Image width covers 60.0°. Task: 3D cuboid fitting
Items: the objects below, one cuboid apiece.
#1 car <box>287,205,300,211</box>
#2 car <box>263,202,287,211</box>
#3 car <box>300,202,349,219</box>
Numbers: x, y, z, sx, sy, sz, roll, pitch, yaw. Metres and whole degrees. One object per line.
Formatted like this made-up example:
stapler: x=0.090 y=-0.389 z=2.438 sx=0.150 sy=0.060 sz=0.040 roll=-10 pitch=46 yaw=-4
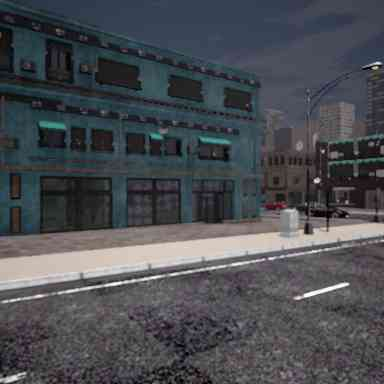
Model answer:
car: x=15.722 y=2.058 z=45.444 sx=2.008 sy=1.369 sz=4.403 roll=-1 pitch=0 yaw=-35
car: x=12.522 y=2.152 z=49.960 sx=1.802 sy=1.307 sz=4.206 roll=-1 pitch=0 yaw=-35
car: x=13.610 y=2.008 z=33.721 sx=1.947 sy=1.339 sz=4.313 roll=-1 pitch=0 yaw=-35
